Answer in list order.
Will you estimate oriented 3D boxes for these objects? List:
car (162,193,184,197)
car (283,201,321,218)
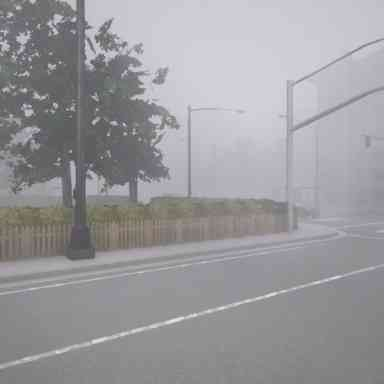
[{"bbox_3d":[-2.338,1.217,47.233,2.150,2.045,5.566,0,0,-35],"label":"car"},{"bbox_3d":[9.368,1.521,30.313,1.812,1.442,4.674,0,0,-35],"label":"car"}]
